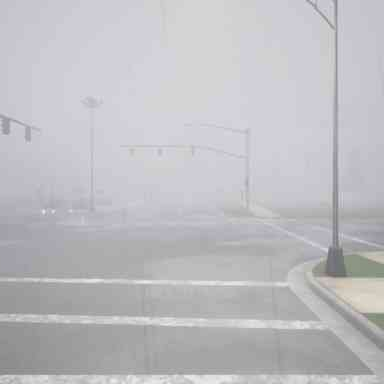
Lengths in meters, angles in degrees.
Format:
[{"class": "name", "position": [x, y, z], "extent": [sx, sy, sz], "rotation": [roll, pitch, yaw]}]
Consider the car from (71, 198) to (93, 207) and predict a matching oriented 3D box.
[{"class": "car", "position": [-17.842, 1.600, 53.992], "extent": [1.895, 1.301, 4.718], "rotation": [0, 0, 1]}]

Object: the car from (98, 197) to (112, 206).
[{"class": "car", "position": [-14.334, 1.564, 54.030], "extent": [1.994, 1.385, 4.181], "rotation": [0, 0, 2]}]

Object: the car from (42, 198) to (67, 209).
[{"class": "car", "position": [-18.007, 1.547, 44.397], "extent": [2.033, 1.411, 5.357], "rotation": [0, 0, 1]}]

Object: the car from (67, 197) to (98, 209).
[{"class": "car", "position": [-14.506, 1.505, 44.325], "extent": [1.837, 1.490, 4.892], "rotation": [0, 0, 1]}]
